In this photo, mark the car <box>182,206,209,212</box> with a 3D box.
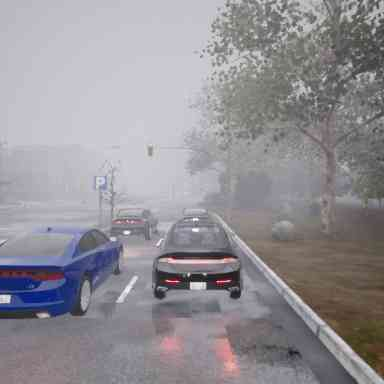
[{"bbox_3d":[0.181,1.530,17.906,1.837,1.490,4.892,0,0,0],"label":"car"}]

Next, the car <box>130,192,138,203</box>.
[{"bbox_3d":[-13.768,1.313,64.775,5.366,1.575,1.946,-1,0,-15],"label":"car"}]

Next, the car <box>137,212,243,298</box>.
[{"bbox_3d":[0.116,1.502,8.494,2.128,1.511,4.902,0,0,0],"label":"car"}]

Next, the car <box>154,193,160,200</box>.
[{"bbox_3d":[-11.412,1.354,85.716,4.674,1.452,2.002,-1,0,-12],"label":"car"}]

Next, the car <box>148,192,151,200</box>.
[{"bbox_3d":[-12.603,1.357,76.733,4.674,1.452,2.002,-1,0,-13],"label":"car"}]

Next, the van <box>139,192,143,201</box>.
[{"bbox_3d":[-13.207,1.090,70.767,4.442,1.987,1.878,-1,0,-14],"label":"van"}]

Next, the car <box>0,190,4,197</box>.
[{"bbox_3d":[-31.140,0.135,52.660,2.002,1.452,4.674,6,-3,-19],"label":"car"}]

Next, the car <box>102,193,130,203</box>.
[{"bbox_3d":[-14.415,1.356,61.784,4.792,1.488,2.163,-1,0,-15],"label":"car"}]

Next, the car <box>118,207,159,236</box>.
[{"bbox_3d":[-2.829,1.529,16.991,1.837,1.490,4.892,0,0,1],"label":"car"}]

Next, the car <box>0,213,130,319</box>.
[{"bbox_3d":[-2.888,1.487,7.560,1.882,1.535,5.008,0,0,0],"label":"car"}]

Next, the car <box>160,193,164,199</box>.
[{"bbox_3d":[-10.960,1.062,88.722,5.566,2.045,2.435,-1,0,-12],"label":"car"}]

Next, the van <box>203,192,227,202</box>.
[{"bbox_3d":[4.314,1.040,64.369,4.442,1.987,1.878,1,0,-14],"label":"van"}]

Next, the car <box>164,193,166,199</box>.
[{"bbox_3d":[-10.537,1.313,91.701,5.008,1.535,2.097,-1,0,-12],"label":"car"}]

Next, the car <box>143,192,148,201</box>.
[{"bbox_3d":[-12.977,1.319,73.738,4.892,1.521,2.231,-1,0,-14],"label":"car"}]

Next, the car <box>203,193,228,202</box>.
[{"bbox_3d":[4.699,1.139,67.339,4.553,1.767,2.185,1,0,-14],"label":"car"}]

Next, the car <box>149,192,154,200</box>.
[{"bbox_3d":[-12.230,1.356,79.735,4.674,1.452,2.002,-1,0,-13],"label":"car"}]
